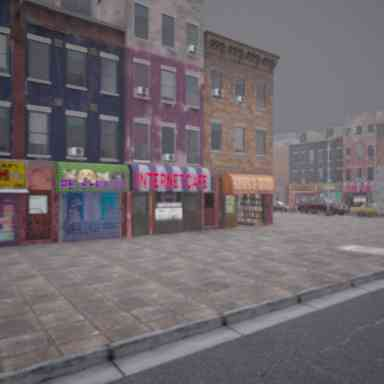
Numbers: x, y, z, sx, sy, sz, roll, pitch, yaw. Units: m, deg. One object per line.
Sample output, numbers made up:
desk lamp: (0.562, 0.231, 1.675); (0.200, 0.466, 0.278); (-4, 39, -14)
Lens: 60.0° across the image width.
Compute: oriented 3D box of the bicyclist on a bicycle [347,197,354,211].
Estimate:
bicyclist on a bicycle: (17.532, 1.384, 36.747); (1.656, 1.620, 0.582); (0, 0, -35)

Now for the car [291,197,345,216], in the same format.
car: (12.976, 1.385, 33.410); (2.192, 1.841, 5.009); (0, 0, -35)

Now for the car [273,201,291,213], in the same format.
car: (9.812, 1.667, 37.850); (1.802, 1.307, 4.206); (0, 0, -35)

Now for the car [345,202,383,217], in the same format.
car: (16.239, 1.581, 28.831); (1.752, 1.417, 4.829); (0, 0, -35)
